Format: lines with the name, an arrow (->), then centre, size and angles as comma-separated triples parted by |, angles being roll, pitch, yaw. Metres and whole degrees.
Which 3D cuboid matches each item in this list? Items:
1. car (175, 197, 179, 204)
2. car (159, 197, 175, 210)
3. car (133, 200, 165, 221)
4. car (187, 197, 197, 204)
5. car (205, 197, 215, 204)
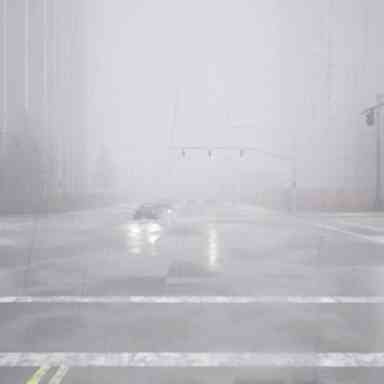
car -> -3.521, 1.573, 64.535 | 1.994, 1.385, 4.181 | 0, 0, 0
car -> -3.598, 1.510, 43.490 | 1.837, 1.490, 4.892 | 0, 0, 0
car -> -3.603, 1.605, 27.232 | 1.895, 1.301, 4.718 | 0, 0, 0
car -> -0.012, 1.573, 65.348 | 1.994, 1.385, 4.181 | 0, 0, 0
car -> 3.488, 1.610, 65.379 | 1.895, 1.301, 4.718 | 0, 0, 0
